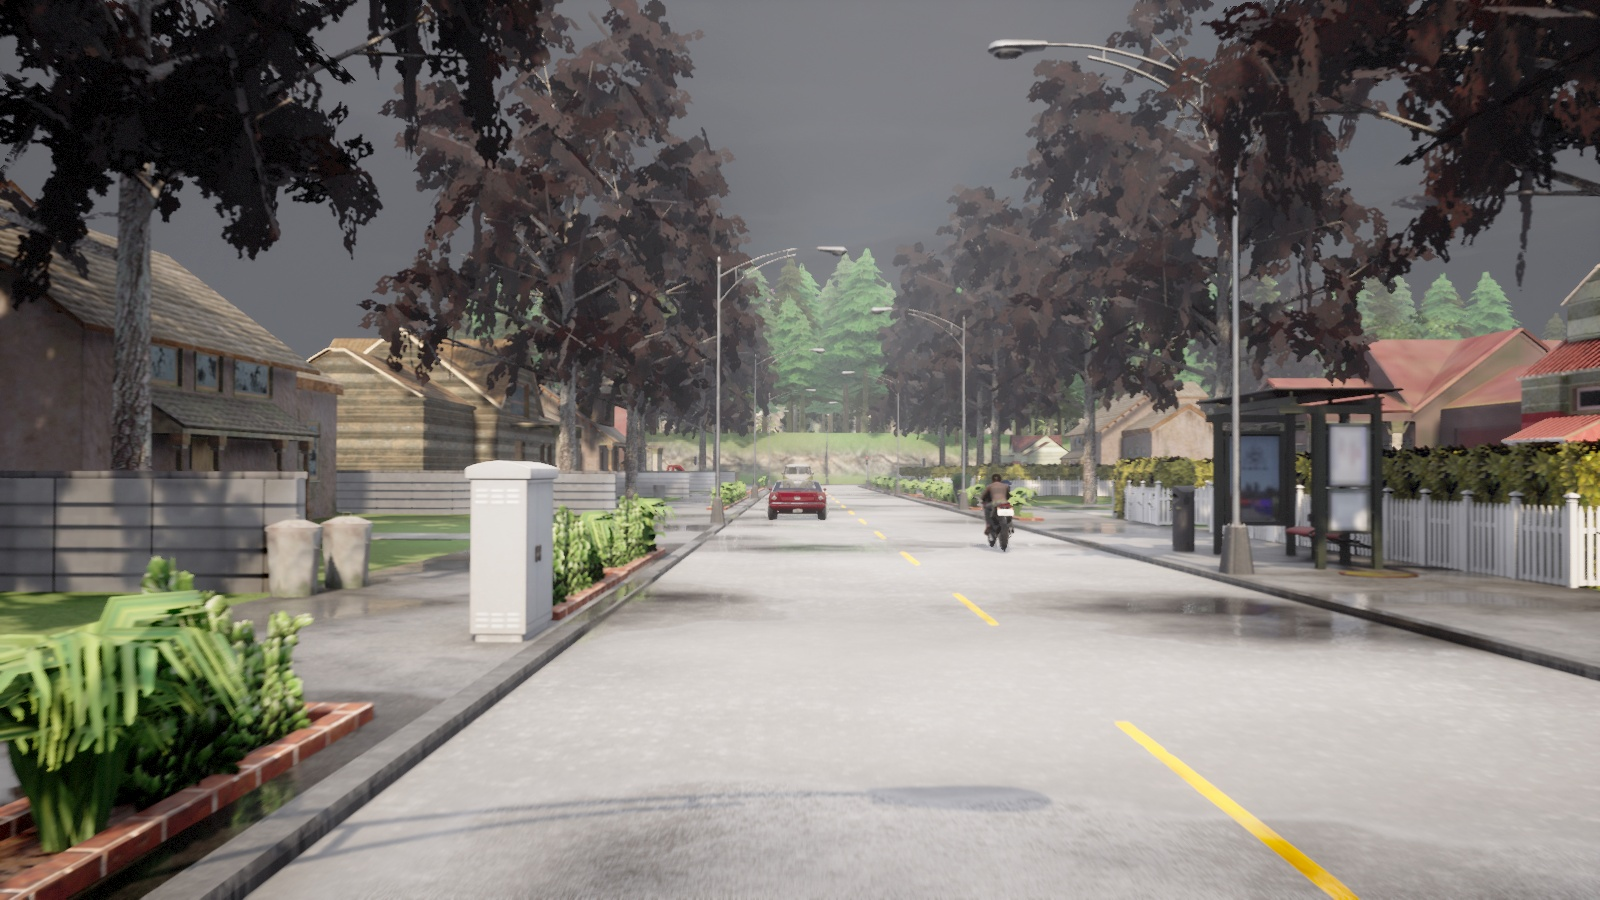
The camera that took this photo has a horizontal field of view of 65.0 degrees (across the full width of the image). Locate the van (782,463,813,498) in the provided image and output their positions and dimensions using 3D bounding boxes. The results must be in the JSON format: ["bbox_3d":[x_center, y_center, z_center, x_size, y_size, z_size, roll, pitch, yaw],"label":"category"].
[{"bbox_3d":[-0.135,1.804,73.885,1.775,1.987,4.442,0,-1,0],"label":"van"}]

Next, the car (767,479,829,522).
[{"bbox_3d":[-0.075,1.603,41.114,1.895,1.301,4.718,0,-1,0],"label":"car"}]

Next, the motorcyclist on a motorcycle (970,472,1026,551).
[{"bbox_3d":[3.952,1.203,25.221,0.797,1.523,2.044,0,-1,0],"label":"motorcyclist on a motorcycle"}]
